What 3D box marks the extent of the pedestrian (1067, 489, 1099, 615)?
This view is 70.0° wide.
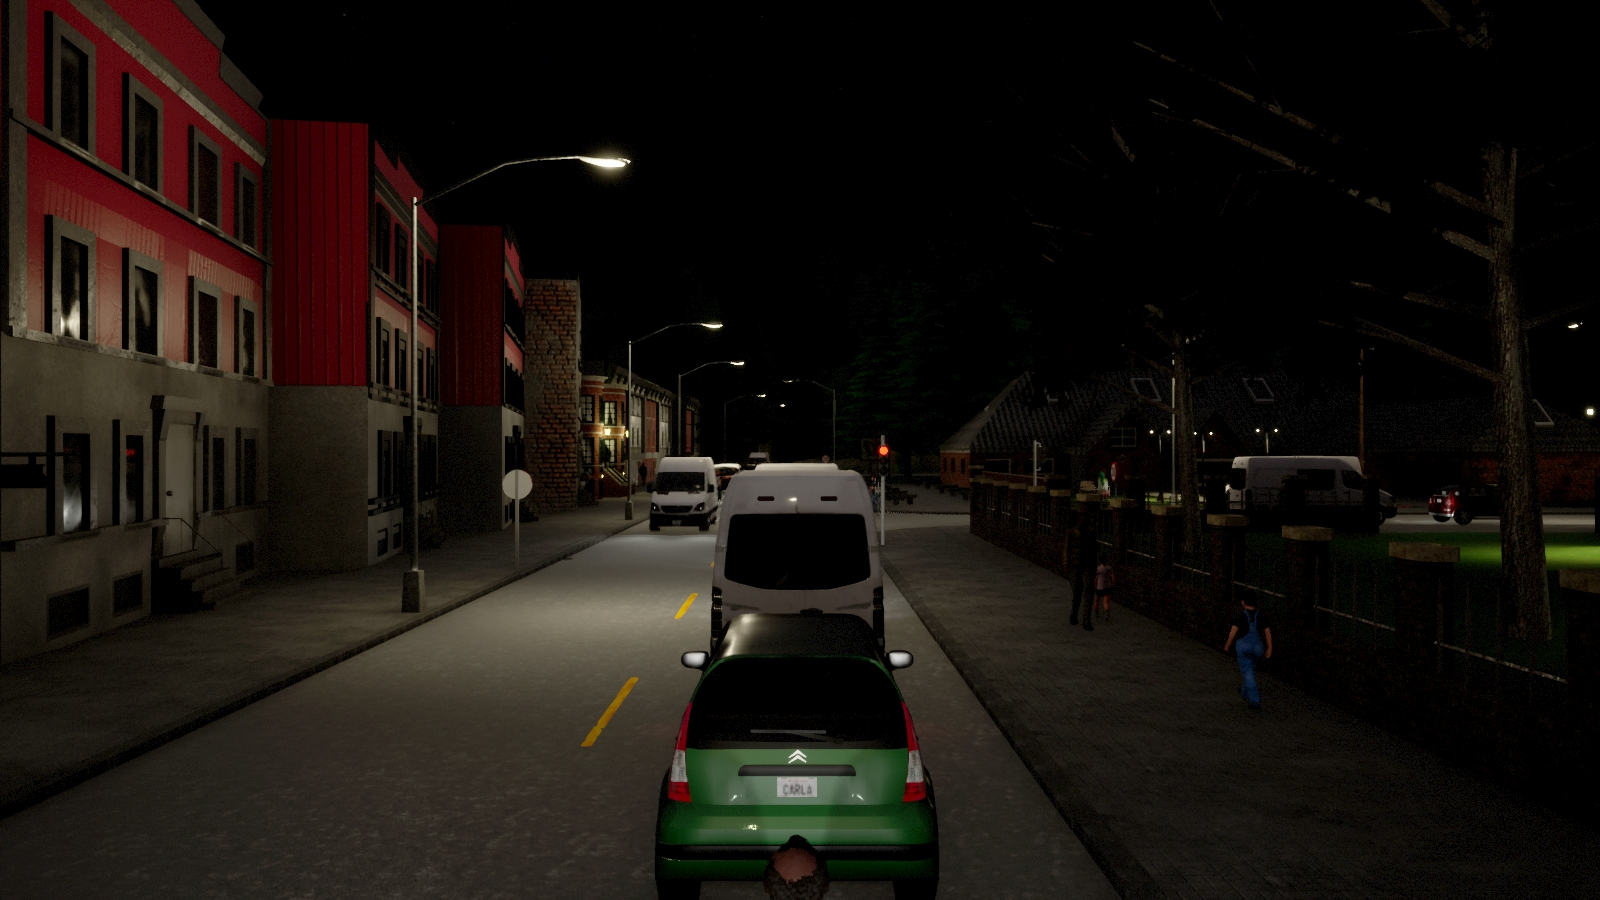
[{"bbox_3d":[4.259,1.525,17.191,0.375,1.860,0.375,0,0,-3],"label":"pedestrian"}]

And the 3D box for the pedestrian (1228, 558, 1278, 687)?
[{"bbox_3d":[4.765,1.805,12.024,0.375,1.300,0.375,0,0,-2],"label":"pedestrian"}]

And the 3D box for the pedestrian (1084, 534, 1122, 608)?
[{"bbox_3d":[4.782,1.904,18.058,0.500,1.100,0.500,0,0,4],"label":"pedestrian"}]

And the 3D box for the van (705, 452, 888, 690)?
[{"bbox_3d":[-0.048,1.314,15.312,1.988,2.561,5.915,0,0,0],"label":"van"}]

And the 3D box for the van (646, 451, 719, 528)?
[{"bbox_3d":[-4.105,1.314,40.775,1.988,2.561,5.915,0,0,0],"label":"van"}]

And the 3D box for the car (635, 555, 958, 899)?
[{"bbox_3d":[-0.023,1.779,8.527,1.851,1.617,3.988,0,0,0],"label":"car"}]

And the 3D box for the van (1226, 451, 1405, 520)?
[{"bbox_3d":[19.552,1.314,43.543,5.915,2.561,1.988,0,0,1],"label":"van"}]
